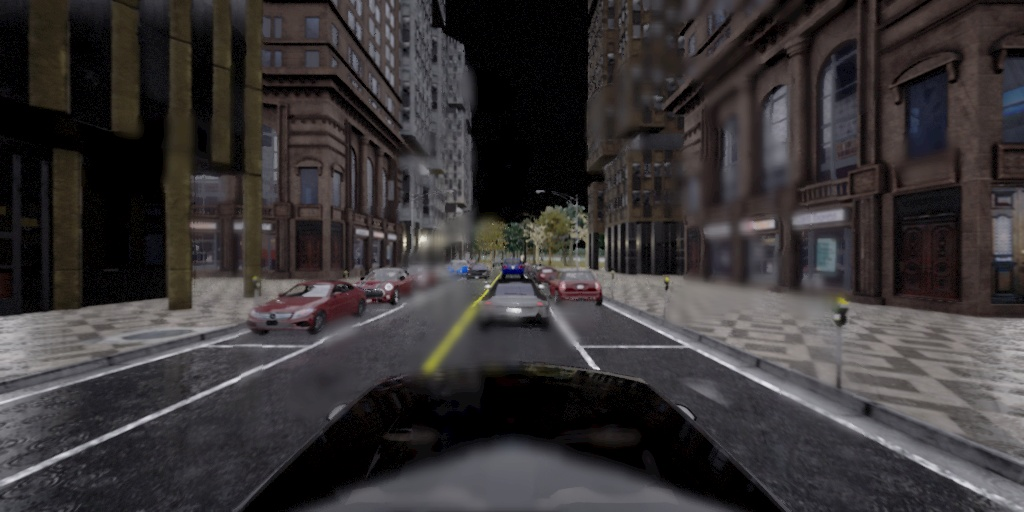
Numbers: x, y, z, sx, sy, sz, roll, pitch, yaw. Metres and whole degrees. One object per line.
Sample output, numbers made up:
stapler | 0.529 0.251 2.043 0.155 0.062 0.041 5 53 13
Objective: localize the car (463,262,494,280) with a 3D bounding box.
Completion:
car | -3.105 1.535 34.230 2.033 1.411 5.357 0 0 0

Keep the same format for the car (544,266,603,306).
car | 2.760 1.285 16.342 1.967 1.591 4.097 0 0 0

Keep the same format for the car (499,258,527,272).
car | 0.095 1.236 37.361 2.150 2.045 5.566 0 0 0

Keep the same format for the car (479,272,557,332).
car | 0.081 1.373 11.140 1.994 1.385 4.181 0 0 0

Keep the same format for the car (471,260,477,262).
car | -5.771 1.447 50.383 2.192 1.841 5.009 0 0 0

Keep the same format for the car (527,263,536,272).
car | 2.757 1.531 33.350 2.007 1.370 4.403 0 0 0

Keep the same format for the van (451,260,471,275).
van | -5.769 1.369 39.047 1.690 1.789 3.998 0 0 0

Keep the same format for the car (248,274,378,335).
car | -5.764 1.388 10.703 1.802 1.307 4.207 0 0 0

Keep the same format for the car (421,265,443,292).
car | -5.766 1.329 22.040 1.967 1.591 4.097 0 0 0

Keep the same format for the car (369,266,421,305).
car | -5.765 1.285 16.370 1.967 1.591 4.097 0 0 0

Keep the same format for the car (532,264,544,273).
car | 2.758 1.516 27.680 1.802 1.307 4.207 0 0 0

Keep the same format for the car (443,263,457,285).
car | -5.767 1.485 27.709 2.007 1.370 4.403 0 0 0
